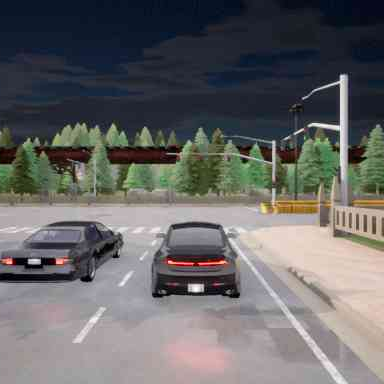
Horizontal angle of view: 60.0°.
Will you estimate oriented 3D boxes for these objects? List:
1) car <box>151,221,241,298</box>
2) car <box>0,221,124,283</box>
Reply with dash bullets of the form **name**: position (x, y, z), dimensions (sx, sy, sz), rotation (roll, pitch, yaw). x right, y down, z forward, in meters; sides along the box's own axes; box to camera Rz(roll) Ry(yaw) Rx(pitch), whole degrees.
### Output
- **car**: position (0.101, 1.505, 8.492), dimensions (1.837, 1.490, 4.892), rotation (0, 0, 1)
- **car**: position (-3.385, 1.547, 9.682), dimensions (2.033, 1.411, 5.357), rotation (0, 0, 0)
